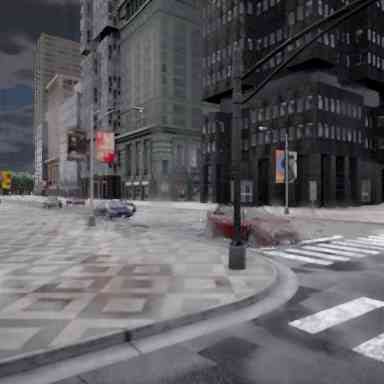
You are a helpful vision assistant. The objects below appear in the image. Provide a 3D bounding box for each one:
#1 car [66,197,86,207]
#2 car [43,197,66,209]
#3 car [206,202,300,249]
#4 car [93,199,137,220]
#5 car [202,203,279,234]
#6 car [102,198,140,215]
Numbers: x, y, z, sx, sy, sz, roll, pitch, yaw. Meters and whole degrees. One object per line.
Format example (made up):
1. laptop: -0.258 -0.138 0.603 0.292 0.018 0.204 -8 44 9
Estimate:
1. car: -17.027 1.402 48.550 1.895 1.301 4.718 0 0 -35
2. car: -19.446 1.517 46.336 1.837 1.490 4.892 0 0 -35
3. car: 2.541 1.360 14.808 2.097 1.767 4.553 0 0 -31
4. car: -6.967 1.547 28.647 2.033 1.411 5.357 0 0 -35
5. car: 2.831 1.506 20.487 1.837 1.490 4.892 0 0 -35
6. car: -7.543 1.487 35.069 2.128 1.511 4.902 0 0 -35
